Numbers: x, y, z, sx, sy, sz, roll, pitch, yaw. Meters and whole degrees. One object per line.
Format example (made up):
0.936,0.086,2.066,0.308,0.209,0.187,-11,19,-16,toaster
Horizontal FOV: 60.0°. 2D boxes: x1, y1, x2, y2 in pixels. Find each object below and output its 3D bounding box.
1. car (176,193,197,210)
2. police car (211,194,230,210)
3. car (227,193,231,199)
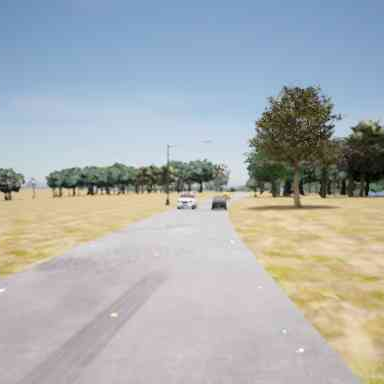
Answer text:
-0.588,1.161,42.666,2.150,2.045,5.566,0,0,7,car
3.464,1.375,42.022,1.930,1.638,5.238,0,0,6,police car
8.022,1.013,77.721,1.882,1.535,5.008,0,1,12,car
